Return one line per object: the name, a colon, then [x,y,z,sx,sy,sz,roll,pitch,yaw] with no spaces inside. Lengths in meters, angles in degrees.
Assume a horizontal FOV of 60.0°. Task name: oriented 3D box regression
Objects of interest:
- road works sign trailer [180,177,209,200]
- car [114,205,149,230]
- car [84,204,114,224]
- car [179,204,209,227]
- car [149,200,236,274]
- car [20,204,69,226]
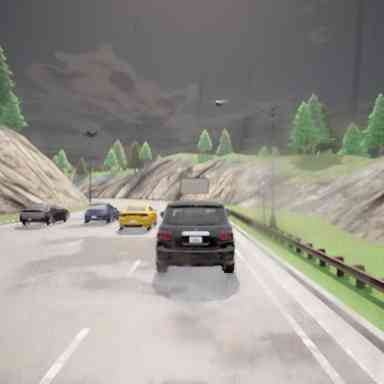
road works sign trailer: [0.207,0.561,27.530,2.380,3.560,2.880,0,0,0]
car: [-3.407,1.553,21.638,1.882,1.535,5.008,0,0,0]
car: [-6.922,1.615,25.777,1.812,1.442,4.674,0,0,0]
car: [0.116,1.642,24.029,1.994,1.385,4.181,0,0,0]
car: [0.096,1.263,10.868,2.150,2.045,5.566,0,0,0]
car: [-10.407,1.574,23.831,2.128,1.511,4.902,0,0,0]
